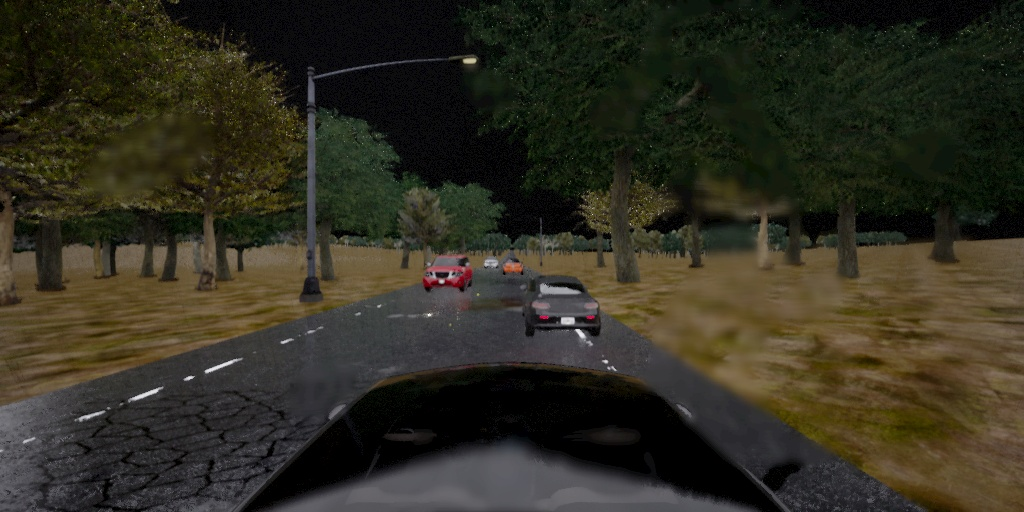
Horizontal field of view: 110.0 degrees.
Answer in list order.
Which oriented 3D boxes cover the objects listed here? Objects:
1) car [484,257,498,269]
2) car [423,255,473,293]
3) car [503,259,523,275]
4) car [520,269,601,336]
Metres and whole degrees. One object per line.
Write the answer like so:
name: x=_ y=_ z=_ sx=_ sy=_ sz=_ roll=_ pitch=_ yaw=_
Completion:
car: x=-3.499 y=1.120 z=60.767 sx=2.150 sy=2.045 sz=5.566 roll=0 pitch=-1 yaw=0
car: x=-3.576 y=0.955 z=21.020 sx=2.150 sy=2.045 sz=5.566 roll=0 pitch=0 yaw=0
car: x=0.126 y=1.074 z=39.150 sx=2.097 sy=1.767 sz=4.553 roll=0 pitch=0 yaw=0
car: x=1.236 y=1.267 z=10.211 sx=1.812 sy=1.442 sz=4.674 roll=0 pitch=0 yaw=0
